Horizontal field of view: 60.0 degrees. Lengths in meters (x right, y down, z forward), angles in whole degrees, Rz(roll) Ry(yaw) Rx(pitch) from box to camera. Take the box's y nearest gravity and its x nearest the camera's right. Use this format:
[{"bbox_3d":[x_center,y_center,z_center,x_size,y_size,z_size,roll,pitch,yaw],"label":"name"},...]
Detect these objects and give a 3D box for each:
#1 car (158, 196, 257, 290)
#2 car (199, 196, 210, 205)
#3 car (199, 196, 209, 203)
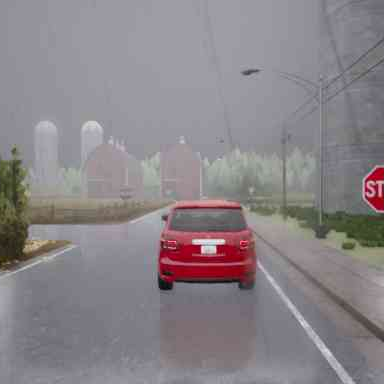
[{"bbox_3d":[0.310,1.221,9.193,2.150,2.045,5.566,0,0,0],"label":"car"},{"bbox_3d":[2.249,1.520,60.368,1.812,1.442,4.674,0,0,2],"label":"car"},{"bbox_3d":[2.539,1.570,70.412,1.895,1.301,4.718,0,0,2],"label":"car"}]
